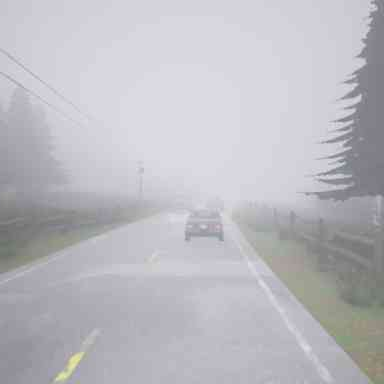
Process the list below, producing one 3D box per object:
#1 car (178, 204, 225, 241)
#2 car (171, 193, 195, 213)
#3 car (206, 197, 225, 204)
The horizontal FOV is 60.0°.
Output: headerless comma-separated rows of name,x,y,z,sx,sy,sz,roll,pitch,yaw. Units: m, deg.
car,0.642,1.538,16.717,2.033,1.411,5.357,0,0,3
car,-0.928,1.196,37.331,2.150,2.045,5.566,0,0,7
car,2.828,1.332,39.816,2.097,1.767,4.553,0,0,7
